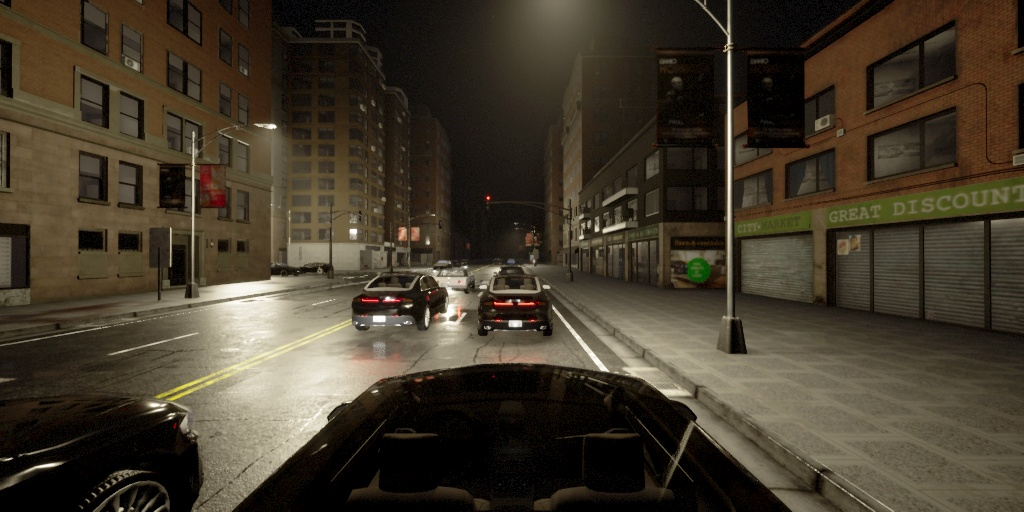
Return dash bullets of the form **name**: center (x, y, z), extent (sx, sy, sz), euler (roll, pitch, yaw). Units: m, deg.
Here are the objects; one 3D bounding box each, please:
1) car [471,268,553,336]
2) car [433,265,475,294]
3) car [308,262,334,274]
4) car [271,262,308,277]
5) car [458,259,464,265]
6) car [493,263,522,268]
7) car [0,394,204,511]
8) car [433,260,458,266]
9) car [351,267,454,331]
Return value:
- **car**: center (0.081, 1.256, 10.387), extent (1.837, 1.490, 4.892), euler (0, 0, 0)
- **car**: center (-3.189, 1.353, 20.290), extent (1.895, 1.301, 4.718), euler (0, 0, 0)
- **car**: center (-22.227, 1.346, 40.053), extent (4.313, 1.339, 1.948), euler (0, 0, 0)
- **car**: center (-22.610, 1.315, 34.572), extent (4.181, 1.385, 1.994), euler (0, 0, 0)
- **car**: center (-9.941, 1.341, 61.908), extent (1.994, 1.385, 4.181), euler (0, 0, 0)
- **car**: center (-0.035, 1.278, 19.644), extent (1.812, 1.442, 4.674), euler (0, 0, 0)
- **car**: center (-3.153, 1.241, 0.582), extent (2.128, 1.511, 4.902), euler (0, 0, 0)
- **car**: center (-9.918, 1.317, 52.220), extent (2.033, 1.411, 5.357), euler (0, 0, 4)
- **car**: center (-3.170, 1.256, 10.978), extent (1.837, 1.490, 4.892), euler (0, 0, 0)
